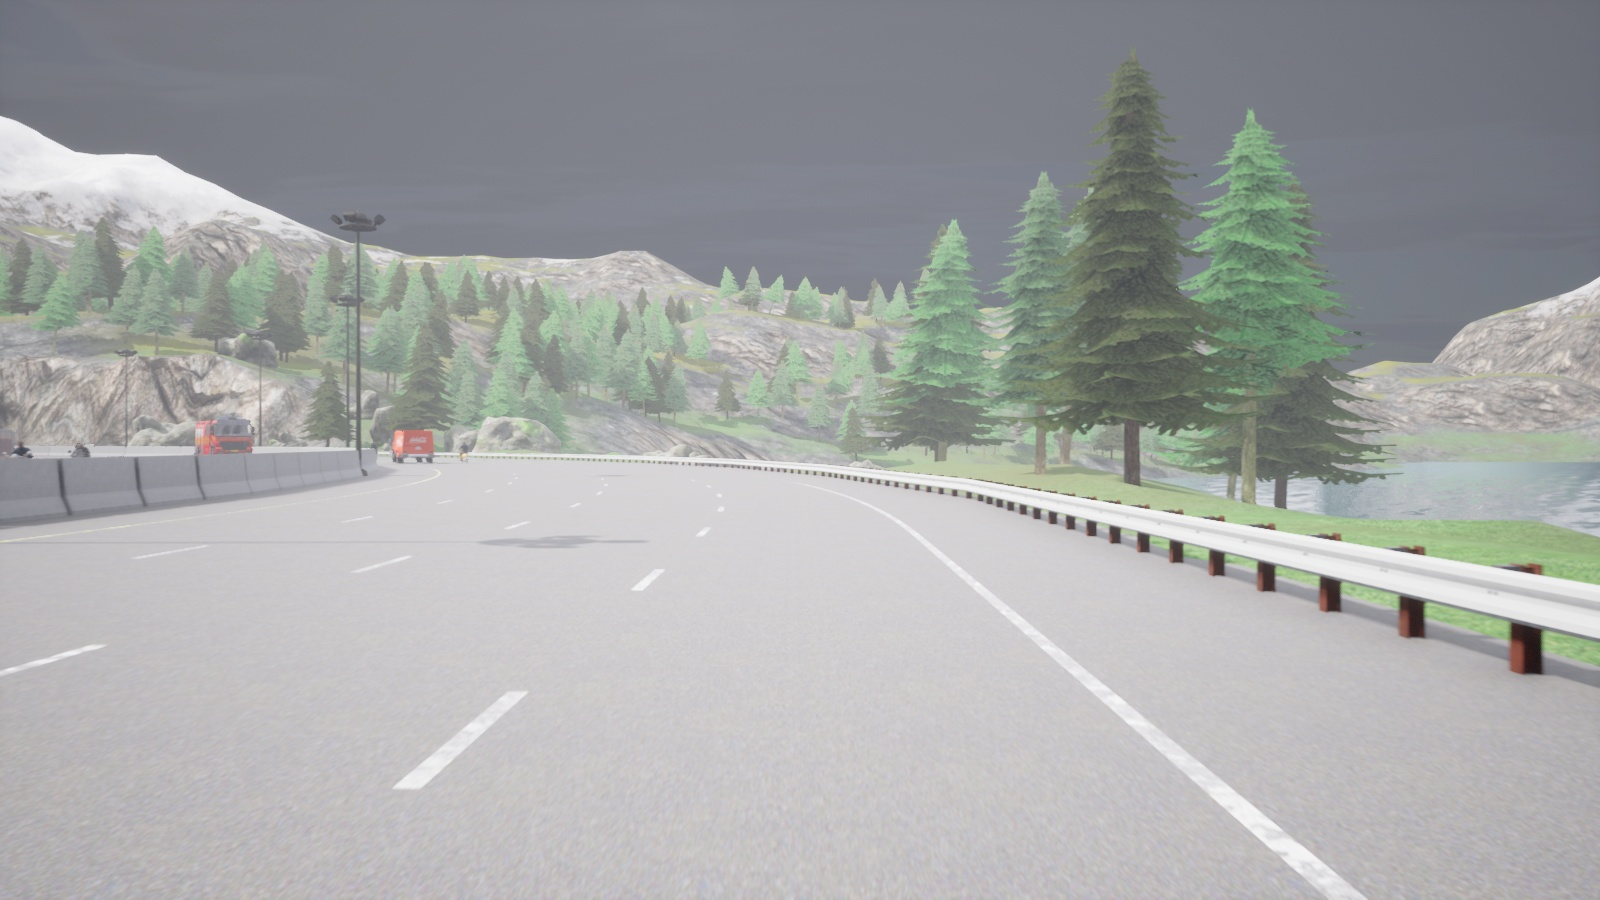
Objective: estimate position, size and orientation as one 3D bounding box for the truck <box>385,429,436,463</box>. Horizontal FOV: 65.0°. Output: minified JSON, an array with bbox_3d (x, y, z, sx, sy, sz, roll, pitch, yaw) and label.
[{"bbox_3d":[-29.434,-0.298,94.740,2.627,2.467,5.204,0,0,-29],"label":"truck"}]
